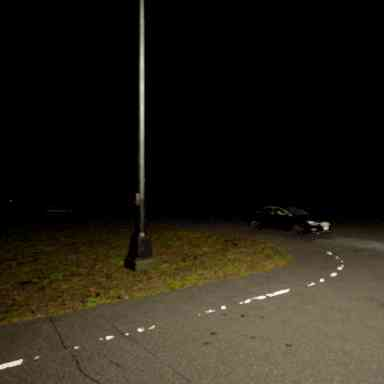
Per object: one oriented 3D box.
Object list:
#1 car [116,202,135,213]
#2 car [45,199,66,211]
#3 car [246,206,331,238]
[{"bbox_3d":[-9.869,2.325,50.875,2.097,1.767,4.553,3,-3,-36],"label":"car"},{"bbox_3d":[-24.008,2.246,59.086,2.150,2.045,5.566,2,-2,-31],"label":"car"},{"bbox_3d":[5.118,1.511,18.233,2.128,1.511,4.902,2,-1,-36],"label":"car"}]
